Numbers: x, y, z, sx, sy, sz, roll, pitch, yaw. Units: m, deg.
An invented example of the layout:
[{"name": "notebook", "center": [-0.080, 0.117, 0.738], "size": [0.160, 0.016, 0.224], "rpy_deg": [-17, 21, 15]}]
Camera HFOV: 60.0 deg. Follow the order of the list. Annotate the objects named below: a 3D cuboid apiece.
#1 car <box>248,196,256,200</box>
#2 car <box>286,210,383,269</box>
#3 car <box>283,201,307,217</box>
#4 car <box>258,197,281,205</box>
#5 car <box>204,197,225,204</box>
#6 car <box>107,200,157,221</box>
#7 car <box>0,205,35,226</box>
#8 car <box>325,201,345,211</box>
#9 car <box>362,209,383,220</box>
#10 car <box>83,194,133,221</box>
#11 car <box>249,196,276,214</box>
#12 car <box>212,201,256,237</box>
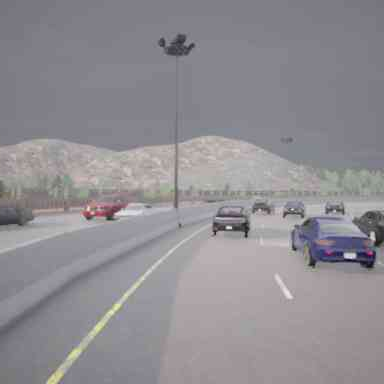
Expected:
[{"name": "car", "center": [12.265, 1.574, 63.976], "size": [1.812, 1.442, 4.674], "rpy_deg": [0, 0, 39]}, {"name": "car", "center": [4.552, 1.545, 11.238], "size": [1.812, 1.442, 4.674], "rpy_deg": [0, 0, 7]}, {"name": "car", "center": [9.731, 1.588, 31.463], "size": [2.033, 1.411, 5.357], "rpy_deg": [0, 0, 21]}, {"name": "car", "center": [14.136, 1.606, 60.718], "size": [2.033, 1.411, 5.357], "rpy_deg": [0, 0, 38]}, {"name": "car", "center": [3.935, 1.616, 58.472], "size": [1.895, 1.301, 4.718], "rpy_deg": [0, 0, 34]}, {"name": "car", "center": [-3.889, 1.509, 23.619], "size": [1.812, 1.442, 4.674], "rpy_deg": [0, 0, 14]}, {"name": "car", "center": [-11.892, 1.496, 20.142], "size": [2.033, 1.411, 5.357], "rpy_deg": [0, 0, 11]}, {"name": "car", "center": [15.856, 1.667, 36.718], "size": [1.895, 1.301, 4.718], "rpy_deg": [0, 0, 26]}, {"name": "car", "center": [8.748, 1.542, 15.184], "size": [1.837, 1.490, 4.892], "rpy_deg": [0, 0, 10]}, {"name": "car", "center": [-6.576, 1.193, 27.180], "size": [2.150, 2.045, 5.566], "rpy_deg": [0, 0, 16]}, {"name": "car", "center": [7.743, 1.537, 35.650], "size": [1.837, 1.490, 4.892], "rpy_deg": [0, 0, 23]}, {"name": "car", "center": [2.285, 1.501, 18.394], "size": [2.128, 1.511, 4.902], "rpy_deg": [0, 0, 12]}]
